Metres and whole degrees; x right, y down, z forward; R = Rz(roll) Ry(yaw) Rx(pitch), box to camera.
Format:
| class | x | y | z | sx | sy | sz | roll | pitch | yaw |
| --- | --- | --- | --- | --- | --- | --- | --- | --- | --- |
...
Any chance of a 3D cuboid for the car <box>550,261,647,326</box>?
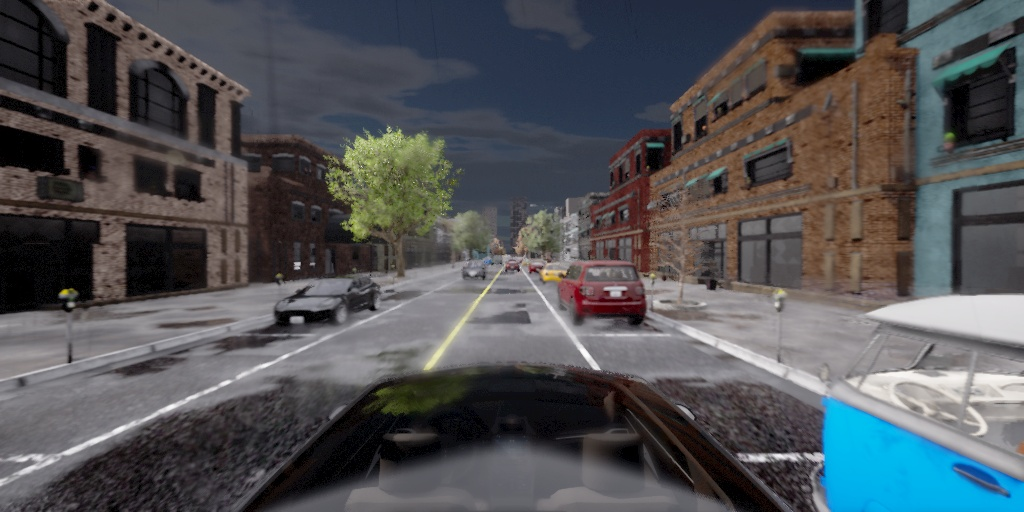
| class | x | y | z | sx | sy | sz | roll | pitch | yaw |
| --- | --- | --- | --- | --- | --- | --- | --- | --- | --- |
| car | 2.694 | 1.065 | 11.667 | 2.192 | 1.841 | 5.009 | 0 | 0 | 0 |

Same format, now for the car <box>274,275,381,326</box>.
| class | x | y | z | sx | sy | sz | roll | pitch | yaw |
| --- | --- | --- | --- | --- | --- | --- | --- | --- | --- |
| car | -5.687 | 1.316 | 11.666 | 1.948 | 1.339 | 4.313 | 0 | 0 | 0 |

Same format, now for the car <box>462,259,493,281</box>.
| class | x | y | z | sx | sy | sz | roll | pitch | yaw |
| --- | --- | --- | --- | --- | --- | --- | --- | --- | --- |
| car | -3.093 | 1.243 | 30.695 | 2.128 | 1.511 | 4.902 | 0 | 0 | 0 |

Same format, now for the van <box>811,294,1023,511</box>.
| class | x | y | z | sx | sy | sz | roll | pitch | yaw |
| --- | --- | --- | --- | --- | --- | --- | --- | --- | --- |
| van | 2.694 | 1.091 | 0.579 | 1.690 | 1.789 | 3.998 | 0 | 0 | 0 |

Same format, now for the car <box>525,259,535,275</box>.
| class | x | y | z | sx | sy | sz | roll | pitch | yaw |
| --- | --- | --- | --- | --- | --- | --- | --- | --- | --- |
| car | 2.693 | 1.296 | 39.387 | 1.888 | 1.381 | 4.507 | 0 | 0 | 0 |

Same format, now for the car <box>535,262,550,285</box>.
| class | x | y | z | sx | sy | sz | roll | pitch | yaw |
| --- | --- | --- | --- | --- | --- | --- | --- | --- | --- |
| car | 2.999 | 1.207 | 26.437 | 1.801 | 1.575 | 5.366 | 0 | 0 | 0 |

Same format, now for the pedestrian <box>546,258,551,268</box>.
| class | x | y | z | sx | sy | sz | roll | pitch | yaw |
| --- | --- | --- | --- | --- | --- | --- | --- | --- | --- |
| pedestrian | 2.999 | 1.045 | 29.423 | 0.375 | 1.860 | 0.375 | -1 | 1 | -3 |

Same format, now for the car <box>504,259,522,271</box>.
| class | x | y | z | sx | sy | sz | roll | pitch | yaw |
| --- | --- | --- | --- | --- | --- | --- | --- | --- | --- |
| car | 0.066 | 1.277 | 47.668 | 1.812 | 1.442 | 4.674 | 0 | 0 | 0 |
